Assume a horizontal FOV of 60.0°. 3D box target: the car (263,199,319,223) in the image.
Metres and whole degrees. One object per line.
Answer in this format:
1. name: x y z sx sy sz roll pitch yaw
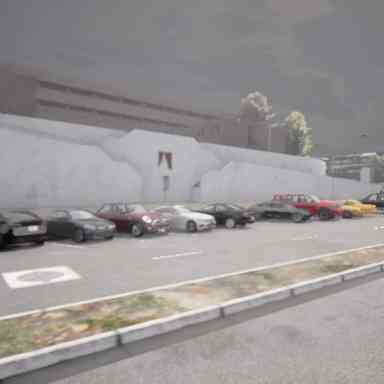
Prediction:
1. car: 6.543 1.459 24.858 4.792 1.488 2.163 -1 -1 35

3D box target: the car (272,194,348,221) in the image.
1. car: 8.986 1.165 26.604 5.566 2.045 2.435 -1 -1 35

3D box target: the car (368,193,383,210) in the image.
1. car: 18.708 1.131 33.586 5.566 2.045 2.435 -1 0 35

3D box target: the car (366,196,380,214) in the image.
1. car: 13.694 1.395 30.195 5.366 1.575 1.946 -1 0 35

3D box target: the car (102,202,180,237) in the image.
1. car: -3.288 1.359 17.928 4.553 1.767 2.185 -1 -1 35

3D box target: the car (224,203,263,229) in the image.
1. car: 1.631 1.461 21.383 5.008 1.535 2.097 -1 0 35

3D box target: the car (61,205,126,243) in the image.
1. car: -5.705 1.535 16.170 4.674 1.452 2.002 -1 -1 35

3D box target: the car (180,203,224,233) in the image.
1. car: -0.818 1.515 19.650 4.674 1.452 2.002 -1 -1 35

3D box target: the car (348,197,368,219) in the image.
1. car: 11.561 1.398 28.250 5.366 1.575 1.946 -1 -1 35

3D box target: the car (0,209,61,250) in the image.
1. car: -8.183 1.522 14.434 4.792 1.488 2.163 -1 -1 35
